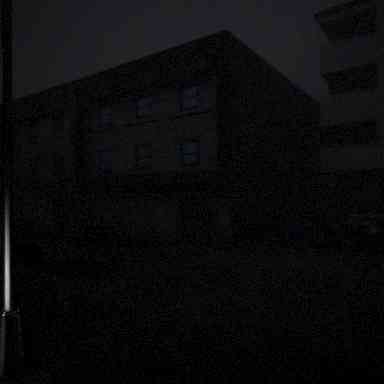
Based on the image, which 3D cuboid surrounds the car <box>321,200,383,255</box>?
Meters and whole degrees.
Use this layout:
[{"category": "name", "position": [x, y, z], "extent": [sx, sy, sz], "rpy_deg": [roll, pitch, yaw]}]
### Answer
[{"category": "car", "position": [6.974, 1.259, 13.103], "extent": [3.866, 1.878, 1.905], "rpy_deg": [0, 0, -44]}]

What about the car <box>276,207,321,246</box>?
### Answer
[{"category": "car", "position": [5.252, 1.451, 14.832], "extent": [3.633, 1.501, 1.845], "rpy_deg": [0, 0, -44]}]
